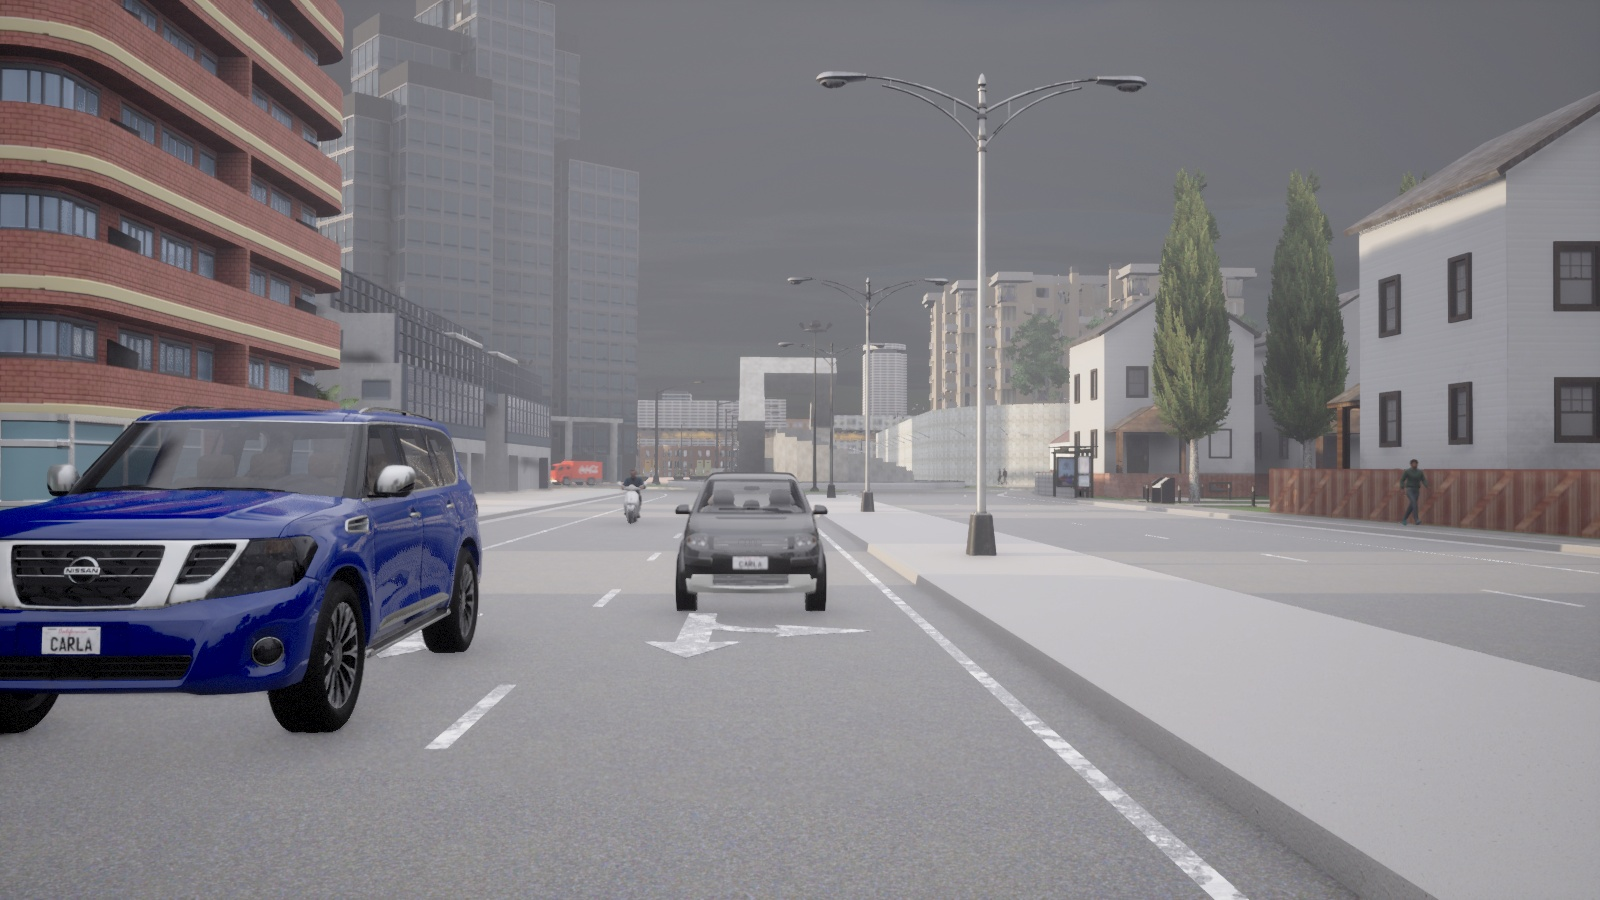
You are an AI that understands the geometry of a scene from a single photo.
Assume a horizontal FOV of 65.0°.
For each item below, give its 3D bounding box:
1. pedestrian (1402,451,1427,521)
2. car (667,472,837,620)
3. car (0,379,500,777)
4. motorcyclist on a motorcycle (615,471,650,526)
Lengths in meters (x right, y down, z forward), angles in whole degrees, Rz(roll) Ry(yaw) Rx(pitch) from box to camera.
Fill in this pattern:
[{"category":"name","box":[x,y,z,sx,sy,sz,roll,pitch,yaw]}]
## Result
[{"category":"pedestrian","box":[16.420,0.966,33.556,0.353,1.847,0.614,0,-1,-2]},{"category":"car","box":[-0.573,1.049,15.115,1.789,1.549,3.705,0,-1,-2]},{"category":"car","box":[-3.854,0.704,9.265,2.150,2.045,5.566,0,-1,-2]},{"category":"motorcyclist on a motorcycle","box":[-4.904,1.406,36.893,0.866,1.590,1.817,0,-1,-2]}]
